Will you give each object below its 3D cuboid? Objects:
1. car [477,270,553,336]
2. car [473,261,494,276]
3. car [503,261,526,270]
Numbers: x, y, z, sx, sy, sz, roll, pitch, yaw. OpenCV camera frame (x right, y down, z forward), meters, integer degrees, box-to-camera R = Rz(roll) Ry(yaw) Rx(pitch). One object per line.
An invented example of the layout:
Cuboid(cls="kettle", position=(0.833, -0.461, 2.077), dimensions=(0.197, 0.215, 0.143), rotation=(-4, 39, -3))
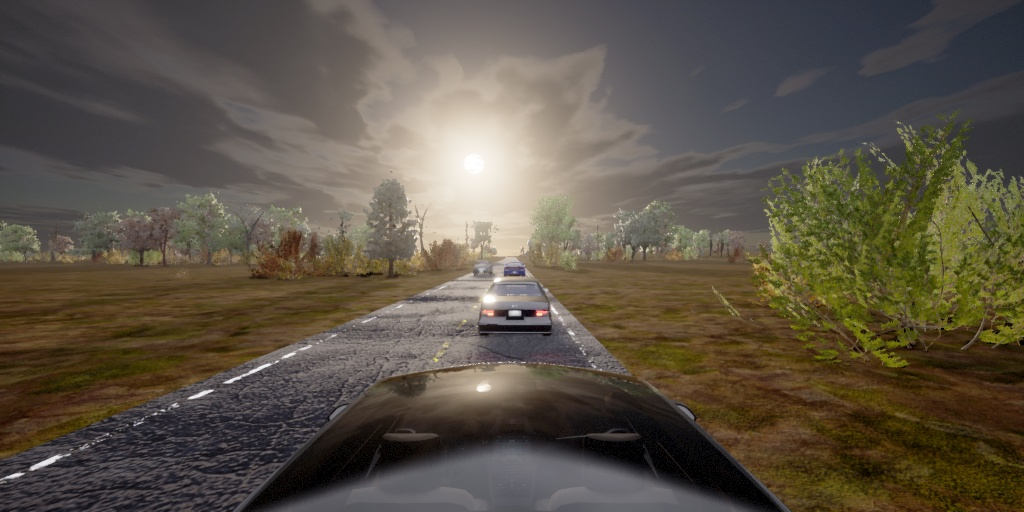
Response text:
Cuboid(cls="car", position=(0.118, 1.298, 10.355), dimensions=(2.033, 1.411, 5.357), rotation=(0, 0, 1))
Cuboid(cls="car", position=(-2.951, 1.232, 37.387), dimensions=(2.128, 1.511, 4.902), rotation=(0, 0, 0))
Cuboid(cls="car", position=(0.228, 1.221, 32.578), dimensions=(1.882, 1.535, 5.008), rotation=(0, 0, 0))
